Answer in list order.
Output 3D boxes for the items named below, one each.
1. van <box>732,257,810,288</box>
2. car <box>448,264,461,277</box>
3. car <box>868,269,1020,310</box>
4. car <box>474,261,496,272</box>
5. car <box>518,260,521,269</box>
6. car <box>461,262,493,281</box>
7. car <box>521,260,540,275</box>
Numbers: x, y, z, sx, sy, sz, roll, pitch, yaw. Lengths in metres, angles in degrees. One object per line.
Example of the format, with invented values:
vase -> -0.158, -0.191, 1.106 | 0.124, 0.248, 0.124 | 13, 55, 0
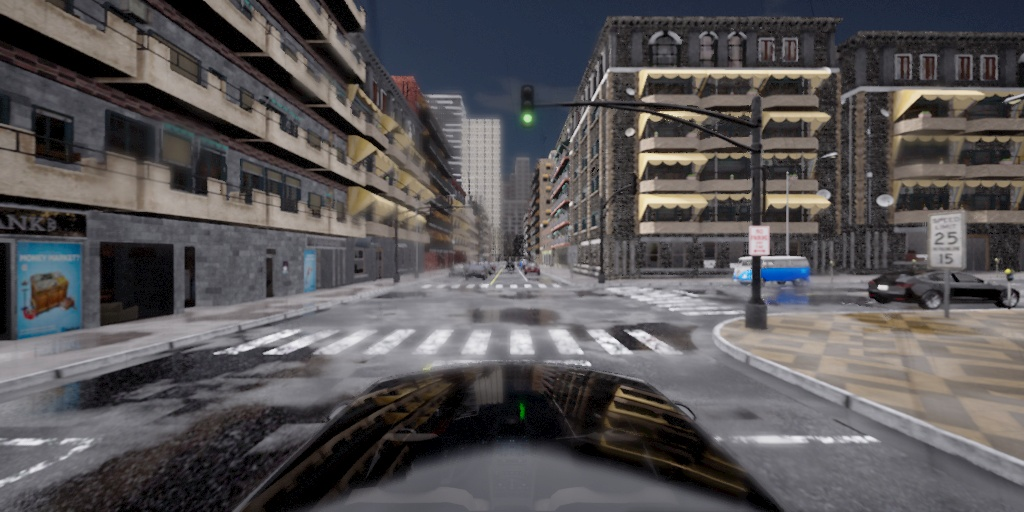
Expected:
van -> 15.557, 0.931, 21.592 | 3.998, 1.789, 1.690 | 0, 0, -1
car -> -5.881, 1.590, 39.363 | 2.007, 1.370, 4.403 | 0, 0, 0
car -> 15.718, 1.163, 13.213 | 4.313, 1.339, 1.948 | 0, 0, -1
car -> -3.312, 1.625, 44.045 | 2.033, 1.411, 5.357 | 0, 0, 0
car -> 2.386, 1.770, 61.510 | 2.007, 1.370, 4.403 | 0, 0, 0
car -> -3.259, 1.544, 33.961 | 2.033, 1.411, 5.357 | 0, 0, 0
car -> 2.470, 1.524, 44.928 | 1.967, 1.591, 4.097 | 0, 0, 0
